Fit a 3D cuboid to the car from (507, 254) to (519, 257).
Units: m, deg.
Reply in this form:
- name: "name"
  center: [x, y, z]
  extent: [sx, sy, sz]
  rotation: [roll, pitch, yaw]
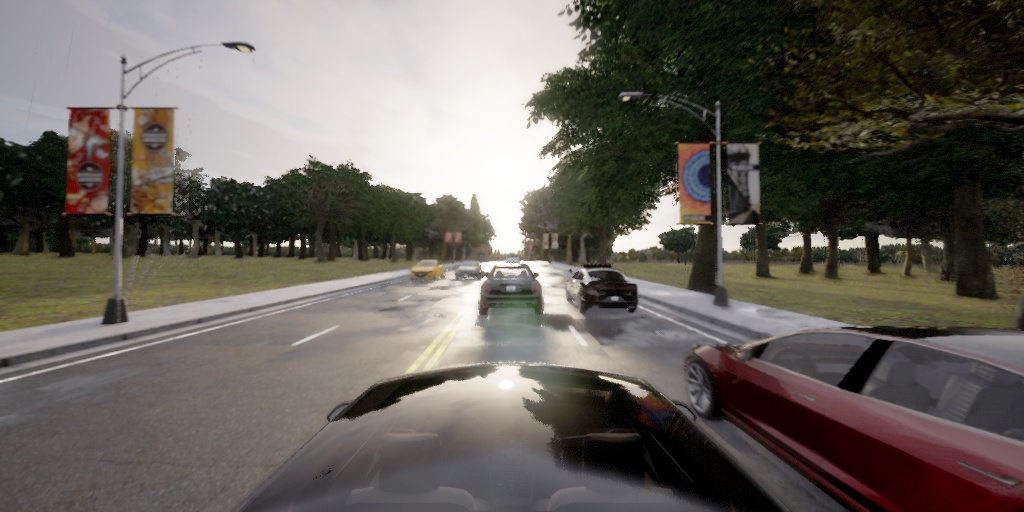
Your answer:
- name: "car"
  center: [0.099, 0.656, 54.515]
  extent: [2.150, 2.045, 5.566]
  rotation: [0, 0, 0]

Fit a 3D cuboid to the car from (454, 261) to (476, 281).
- name: "car"
  center: [-3.325, 1.103, 28.335]
  extent: [1.812, 1.442, 4.674]
  rotation: [0, 0, 0]

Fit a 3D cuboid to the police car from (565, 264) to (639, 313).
- name: "police car"
  center: [3.251, 1.117, 13.929]
  extent: [1.930, 1.638, 5.238]
  rotation: [0, 0, 0]

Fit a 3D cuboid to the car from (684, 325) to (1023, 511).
- name: "car"
  center: [3.250, 1.253, 2.851]
  extent: [2.163, 1.488, 4.792]
  rotation: [0, 0, 0]

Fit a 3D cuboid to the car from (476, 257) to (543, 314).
- name: "car"
  center: [-0.022, 1.047, 13.628]
  extent: [2.097, 1.767, 4.553]
  rotation: [0, 0, 0]

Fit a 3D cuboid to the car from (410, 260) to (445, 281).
- name: "car"
  center: [-6.576, 1.055, 28.323]
  extent: [1.882, 1.535, 5.008]
  rotation: [0, 0, 0]
